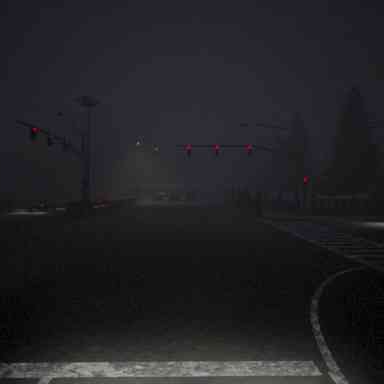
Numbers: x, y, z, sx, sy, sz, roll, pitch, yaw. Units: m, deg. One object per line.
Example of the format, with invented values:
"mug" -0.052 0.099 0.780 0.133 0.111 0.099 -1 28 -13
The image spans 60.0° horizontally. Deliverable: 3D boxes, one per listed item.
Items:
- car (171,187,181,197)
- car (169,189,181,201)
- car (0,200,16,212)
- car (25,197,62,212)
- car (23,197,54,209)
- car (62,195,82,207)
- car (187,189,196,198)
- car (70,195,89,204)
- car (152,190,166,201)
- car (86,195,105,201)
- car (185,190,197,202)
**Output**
"car" -3.671 0.014 78.338 2.097 1.767 4.553 0 7 0
"car" -3.516 0.832 68.423 2.097 1.767 4.553 0 4 0
"car" -21.102 1.547 35.901 2.033 1.411 5.357 0 0 0
"car" -17.602 1.526 39.461 1.812 1.442 4.674 0 0 0
"car" -21.106 1.478 45.923 1.882 1.535 5.008 0 0 0
"car" -17.612 1.526 48.403 1.812 1.442 4.674 0 0 0
"car" -0.166 0.296 77.430 2.033 1.411 5.357 0 7 0
"car" -21.114 1.347 62.525 1.994 1.385 4.181 0 2 0
"car" -7.018 1.033 68.602 1.994 1.385 4.181 0 4 0
"car" -17.619 1.343 62.193 2.033 1.411 5.357 0 2 0
"car" -0.108 0.788 67.005 2.150 2.045 5.566 0 3 0
